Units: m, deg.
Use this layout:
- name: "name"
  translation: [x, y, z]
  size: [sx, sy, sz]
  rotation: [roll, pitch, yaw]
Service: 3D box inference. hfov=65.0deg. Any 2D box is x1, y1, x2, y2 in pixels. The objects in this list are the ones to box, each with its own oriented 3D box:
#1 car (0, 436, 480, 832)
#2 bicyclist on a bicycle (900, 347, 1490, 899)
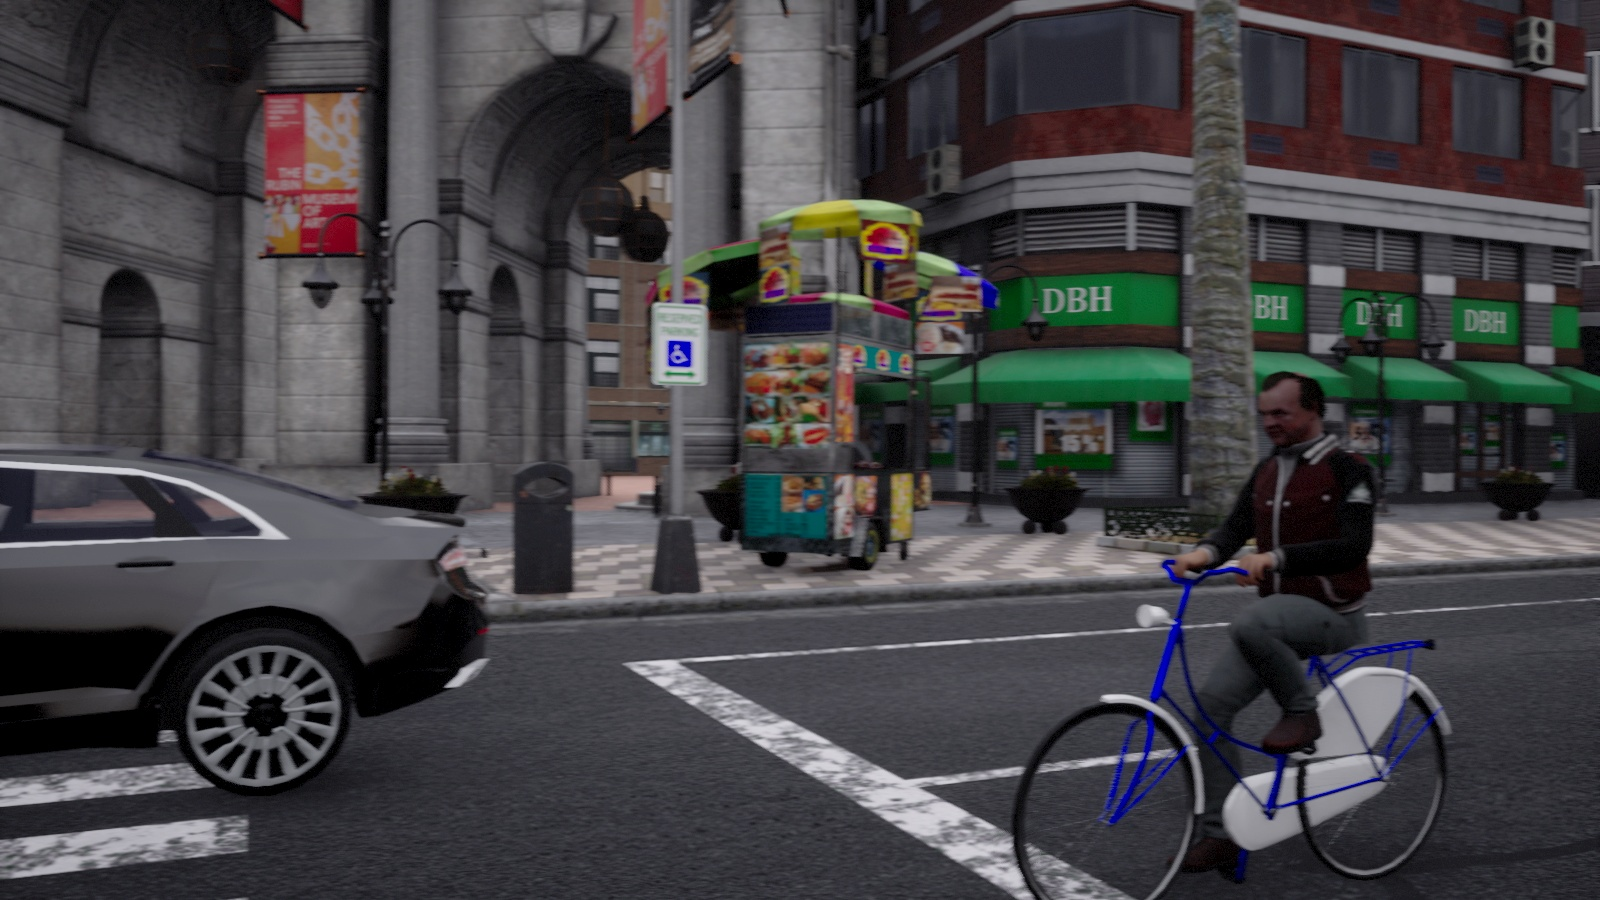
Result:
- name: "car"
  translation: [-4.079, 0.702, 5.490]
  size: [4.902, 1.511, 2.128]
  rotation: [0, 0, -24]
- name: "bicyclist on a bicycle"
  translation: [1.295, 0.613, 4.062]
  size: [1.843, 1.776, 0.659]
  rotation: [0, 0, -24]
